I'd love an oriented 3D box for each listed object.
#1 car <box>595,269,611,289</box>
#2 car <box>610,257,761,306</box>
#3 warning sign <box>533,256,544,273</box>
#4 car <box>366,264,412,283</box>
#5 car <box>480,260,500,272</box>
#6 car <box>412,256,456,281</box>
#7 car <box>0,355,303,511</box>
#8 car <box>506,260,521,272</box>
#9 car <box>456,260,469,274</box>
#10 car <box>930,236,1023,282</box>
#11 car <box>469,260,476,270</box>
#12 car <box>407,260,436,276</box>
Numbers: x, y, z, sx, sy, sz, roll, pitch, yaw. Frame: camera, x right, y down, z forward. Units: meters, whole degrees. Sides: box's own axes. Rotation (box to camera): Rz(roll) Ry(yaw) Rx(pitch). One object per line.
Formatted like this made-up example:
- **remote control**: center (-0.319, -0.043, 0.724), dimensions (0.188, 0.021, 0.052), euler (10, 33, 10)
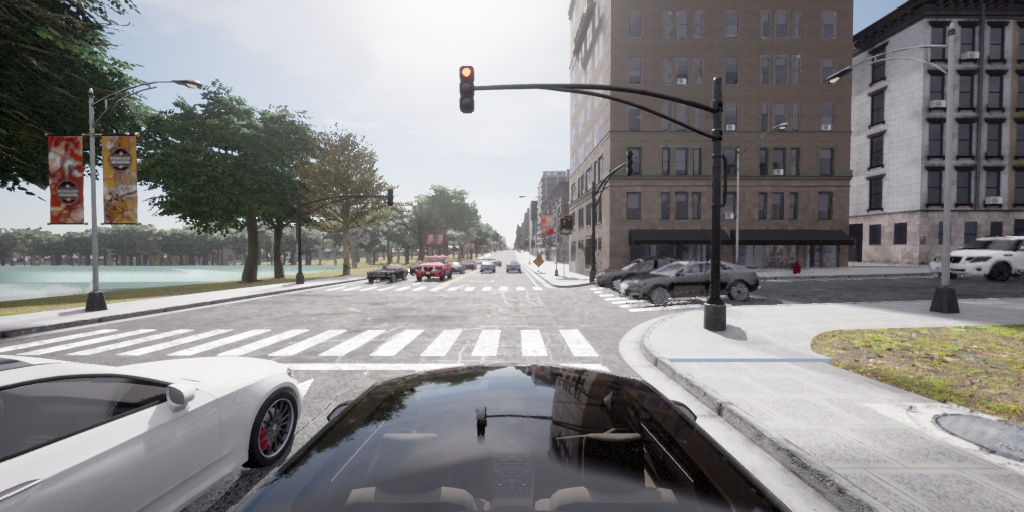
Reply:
- **car**: center (6.512, 0.851, 17.299), dimensions (4.892, 1.490, 1.837), euler (-3, 2, 6)
- **car**: center (6.588, 0.925, 13.506), dimensions (4.902, 1.511, 2.128), euler (-3, 0, -2)
- **warning sign**: center (2.934, 0.903, 39.872), dimensions (1.300, 1.860, 1.060), euler (0, 0, 0)
- **car**: center (-9.792, 1.366, 28.469), dimensions (1.895, 1.301, 4.718), euler (0, 0, 0)
- **car**: center (-3.051, 1.352, 46.363), dimensions (2.033, 1.411, 5.357), euler (0, 0, 0)
- **car**: center (-6.537, 0.990, 30.659), dimensions (2.150, 2.045, 5.566), euler (0, 0, 0)
- **car**: center (-3.167, 1.276, 1.922), dimensions (1.812, 1.442, 4.674), euler (0, 0, 0)
- **car**: center (0.199, 1.352, 46.485), dimensions (2.033, 1.411, 5.357), euler (0, 0, 0)
- **car**: center (-6.510, 1.354, 40.892), dimensions (1.994, 1.385, 4.181), euler (0, 0, 0)
- **car**: center (23.458, 0.084, 16.980), dimensions (5.566, 2.045, 2.150), euler (-2, 1, 0)
- **car**: center (-6.464, 1.301, 53.947), dimensions (1.882, 1.535, 5.008), euler (0, 0, 0)
- **car**: center (-9.765, 1.264, 39.190), dimensions (1.882, 1.535, 5.008), euler (0, 0, 0)
